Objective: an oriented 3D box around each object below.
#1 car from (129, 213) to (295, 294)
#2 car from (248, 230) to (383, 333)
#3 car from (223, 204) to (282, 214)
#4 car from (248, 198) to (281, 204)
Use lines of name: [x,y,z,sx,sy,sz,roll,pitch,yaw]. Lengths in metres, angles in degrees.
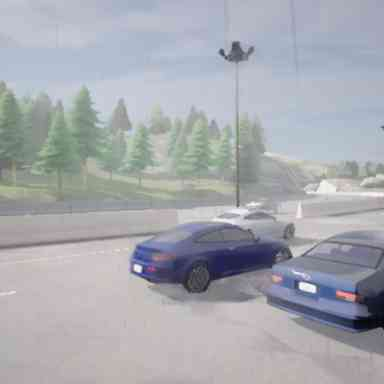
car: [0.637,1.494,8.710,4.674,1.442,1.812,-1,0,-37]
car: [3.765,1.500,6.673,5.357,1.411,2.033,-1,0,-38]
car: [2.613,1.459,14.699,4.674,1.442,1.812,-1,0,-39]
car: [6.992,1.286,32.409,4.674,1.442,1.812,-1,0,-43]
